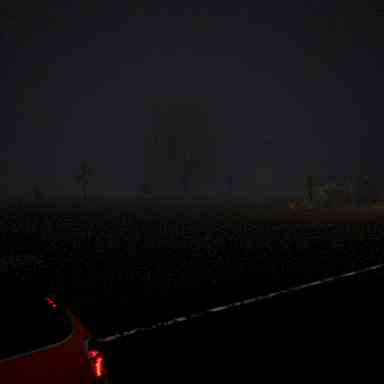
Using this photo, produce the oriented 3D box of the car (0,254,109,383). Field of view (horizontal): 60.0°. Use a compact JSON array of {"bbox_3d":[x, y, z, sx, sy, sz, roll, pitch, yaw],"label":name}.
[{"bbox_3d":[-2.846,1.353,1.964,4.553,1.767,2.097,0,0,-35],"label":"car"}]
